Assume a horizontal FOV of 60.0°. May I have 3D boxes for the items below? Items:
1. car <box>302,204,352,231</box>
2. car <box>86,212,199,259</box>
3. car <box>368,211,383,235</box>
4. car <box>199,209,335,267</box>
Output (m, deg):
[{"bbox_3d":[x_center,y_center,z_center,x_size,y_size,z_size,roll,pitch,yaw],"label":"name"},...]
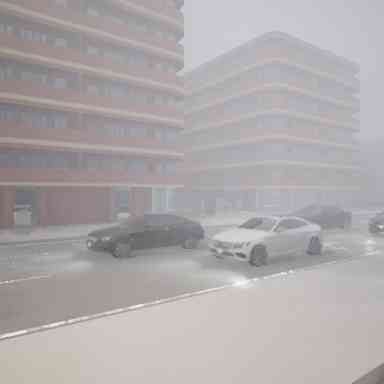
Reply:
[{"bbox_3d":[7.267,1.477,19.214,5.008,1.535,1.882,0,0,-36],"label":"car"},{"bbox_3d":[-1.612,1.526,12.727,4.674,1.442,1.812,0,0,-36],"label":"car"},{"bbox_3d":[11.320,1.506,17.837,4.892,1.490,1.837,1,0,-36],"label":"car"},{"bbox_3d":[2.730,1.526,11.554,4.674,1.442,1.812,0,0,-36],"label":"car"}]
